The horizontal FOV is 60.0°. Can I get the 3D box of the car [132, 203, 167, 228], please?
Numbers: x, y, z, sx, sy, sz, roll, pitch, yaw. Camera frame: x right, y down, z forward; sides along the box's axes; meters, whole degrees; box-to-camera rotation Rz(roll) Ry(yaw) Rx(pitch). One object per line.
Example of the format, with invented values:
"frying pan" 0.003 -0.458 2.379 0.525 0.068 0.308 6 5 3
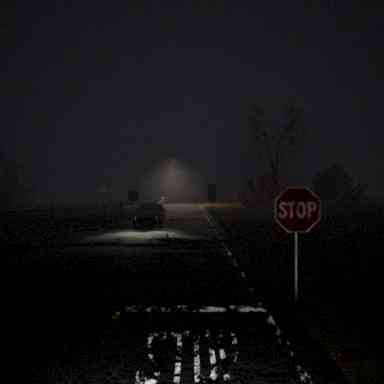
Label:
"car" -2.778 1.517 22.498 1.882 1.535 5.008 -1 1 0
